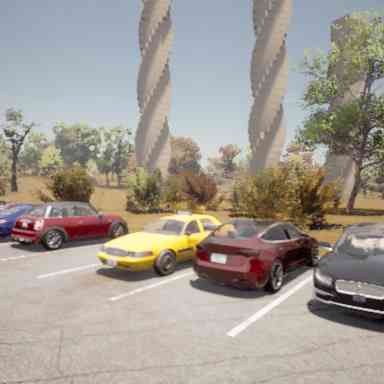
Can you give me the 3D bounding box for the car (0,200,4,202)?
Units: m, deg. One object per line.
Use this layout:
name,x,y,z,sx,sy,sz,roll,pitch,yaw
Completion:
car,-9.272,1.265,17.053,2.002,1.452,4.674,1,1,36

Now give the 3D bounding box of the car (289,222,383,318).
car,4.153,1.473,7.412,2.231,1.521,4.892,1,0,36

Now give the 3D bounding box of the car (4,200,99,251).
car,-4.811,1.198,13.807,2.185,1.767,4.553,1,1,36

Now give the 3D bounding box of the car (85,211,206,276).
car,-0.434,1.401,10.472,1.946,1.575,5.366,1,1,36

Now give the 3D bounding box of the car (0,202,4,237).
car,-7.039,1.314,15.443,2.002,1.452,4.674,1,1,36

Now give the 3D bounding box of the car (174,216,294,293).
car,1.932,1.471,9.036,2.163,1.488,4.792,1,1,36
